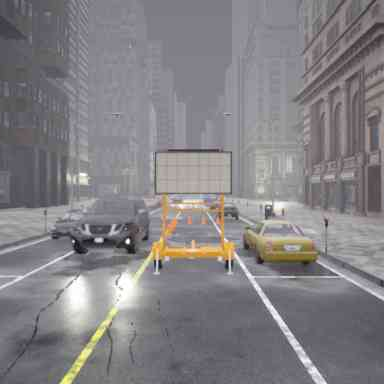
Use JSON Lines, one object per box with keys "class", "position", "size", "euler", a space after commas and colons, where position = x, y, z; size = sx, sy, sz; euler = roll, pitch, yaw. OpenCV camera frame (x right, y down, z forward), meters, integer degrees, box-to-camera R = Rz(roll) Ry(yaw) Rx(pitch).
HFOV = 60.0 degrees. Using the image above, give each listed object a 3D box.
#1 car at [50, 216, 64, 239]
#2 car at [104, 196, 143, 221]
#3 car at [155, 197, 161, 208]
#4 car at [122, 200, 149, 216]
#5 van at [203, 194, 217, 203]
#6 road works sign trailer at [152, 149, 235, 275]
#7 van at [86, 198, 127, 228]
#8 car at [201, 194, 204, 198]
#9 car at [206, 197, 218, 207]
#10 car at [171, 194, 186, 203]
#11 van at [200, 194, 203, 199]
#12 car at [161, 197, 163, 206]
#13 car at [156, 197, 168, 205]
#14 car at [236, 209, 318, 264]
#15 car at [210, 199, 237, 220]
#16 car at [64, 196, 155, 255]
{"class": "car", "position": [-5.690, 1.553, 17.003], "size": [2.008, 1.369, 4.403], "euler": [0, 0, 0]}
{"class": "car", "position": [-5.641, 1.318, 28.054], "size": [2.192, 1.841, 5.009], "euler": [0, 0, 0]}
{"class": "car", "position": [-5.571, 1.531, 44.460], "size": [1.752, 1.417, 4.829], "euler": [0, 0, 0]}
{"class": "car", "position": [-5.618, 1.549, 33.579], "size": [1.887, 1.381, 4.507], "euler": [0, 0, 0]}
{"class": "van", "position": [3.005, 1.348, 50.099], "size": [1.690, 1.788, 3.998], "euler": [0, 0, 0]}
{"class": "road works sign trailer", "position": [0.047, 0.465, 10.475], "size": [2.380, 3.560, 2.880], "euler": [0, 0, 0]}
{"class": "van", "position": [-5.665, 1.344, 22.528], "size": [1.690, 1.788, 3.998], "euler": [0, 0, 0]}
{"class": "car", "position": [3.057, 1.554, 61.148], "size": [1.887, 1.381, 4.507], "euler": [0, 0, 0]}
{"class": "car", "position": [2.952, 1.587, 39.049], "size": [1.802, 1.307, 4.206], "euler": [0, 0, 0]}
{"class": "car", "position": [-2.741, 1.487, 62.985], "size": [1.882, 1.535, 5.008], "euler": [0, 0, 1]}
{"class": "van", "position": [3.084, 1.353, 66.674], "size": [1.690, 1.788, 3.998], "euler": [0, 0, 0]}
{"class": "car", "position": [-5.546, 1.551, 50.155], "size": [1.887, 1.381, 4.507], "euler": [0, 0, 0]}
{"class": "car", "position": [-5.498, 1.554, 61.206], "size": [1.887, 1.381, 4.507], "euler": [0, 0, 0]}
{"class": "car", "position": [2.823, 1.527, 11.594], "size": [1.752, 1.417, 4.829], "euler": [0, 0, 0]}
{"class": "car", "position": [2.900, 1.554, 27.999], "size": [2.008, 1.369, 4.403], "euler": [0, 0, 0]}
{"class": "car", "position": [-3.038, 1.223, 13.672], "size": [2.150, 2.045, 5.566], "euler": [0, 0, 0]}
